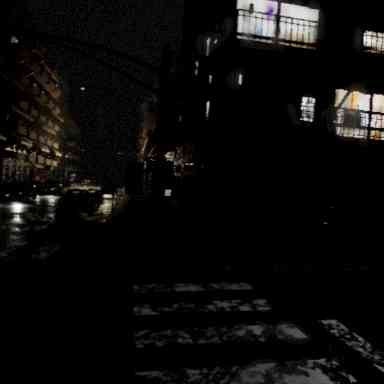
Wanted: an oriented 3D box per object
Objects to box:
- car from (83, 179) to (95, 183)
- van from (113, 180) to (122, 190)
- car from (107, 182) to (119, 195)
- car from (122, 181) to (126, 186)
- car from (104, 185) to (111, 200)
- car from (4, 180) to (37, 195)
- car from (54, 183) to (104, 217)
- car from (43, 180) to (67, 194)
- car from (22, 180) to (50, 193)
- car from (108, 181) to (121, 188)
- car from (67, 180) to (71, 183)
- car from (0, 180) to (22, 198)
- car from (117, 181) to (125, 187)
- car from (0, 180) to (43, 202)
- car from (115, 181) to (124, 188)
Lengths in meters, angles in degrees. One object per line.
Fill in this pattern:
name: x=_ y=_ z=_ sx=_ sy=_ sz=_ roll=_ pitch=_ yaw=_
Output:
car: x=-26.497 y=-2.476 z=83.788 sx=2.008 sy=1.369 sz=4.403 roll=4 pitch=2 yaw=-10
van: x=-12.452 y=-0.909 z=52.591 sx=1.690 sy=1.788 sz=3.998 roll=4 pitch=2 yaw=-10
car: x=-10.536 y=-0.239 z=41.708 sx=1.802 sy=1.307 sz=4.206 roll=4 pitch=2 yaw=-10
car: x=-14.382 y=-1.363 z=63.480 sx=2.192 sy=1.841 sz=5.009 roll=4 pitch=2 yaw=-10
car: x=-7.636 y=0.378 z=25.371 sx=2.008 sy=1.369 sz=4.403 roll=4 pitch=2 yaw=-10
car: x=-17.804 y=-0.518 z=34.783 sx=1.802 sy=1.307 sz=4.206 roll=4 pitch=2 yaw=-10
car: x=-6.663 y=0.484 z=19.923 sx=1.967 sy=1.590 sz=4.097 roll=4 pitch=2 yaw=-10
car: x=-15.477 y=-0.494 z=36.552 sx=1.837 sy=1.490 sz=4.892 roll=3 pitch=2 yaw=-10
car: x=-18.769 y=-0.750 z=40.228 sx=1.947 sy=1.339 sz=4.313 roll=4 pitch=2 yaw=-10
car: x=-11.502 y=-0.454 z=47.153 sx=1.802 sy=1.307 sz=4.206 roll=4 pitch=2 yaw=-10
car: x=-21.666 y=-1.415 z=56.561 sx=1.887 sy=1.381 sz=4.507 roll=4 pitch=2 yaw=-10
car: x=-16.837 y=-0.333 z=29.337 sx=2.008 sy=1.369 sz=4.403 roll=4 pitch=2 yaw=-10
car: x=-19.230 y=-2.179 z=90.713 sx=1.947 sy=1.339 sz=4.313 roll=4 pitch=2 yaw=-10
car: x=-13.664 y=-0.087 z=26.284 sx=1.837 sy=1.490 sz=4.892 roll=3 pitch=2 yaw=-10
car: x=-17.297 y=-1.774 z=79.822 sx=1.887 sy=1.381 sz=4.507 roll=4 pitch=2 yaw=-10
